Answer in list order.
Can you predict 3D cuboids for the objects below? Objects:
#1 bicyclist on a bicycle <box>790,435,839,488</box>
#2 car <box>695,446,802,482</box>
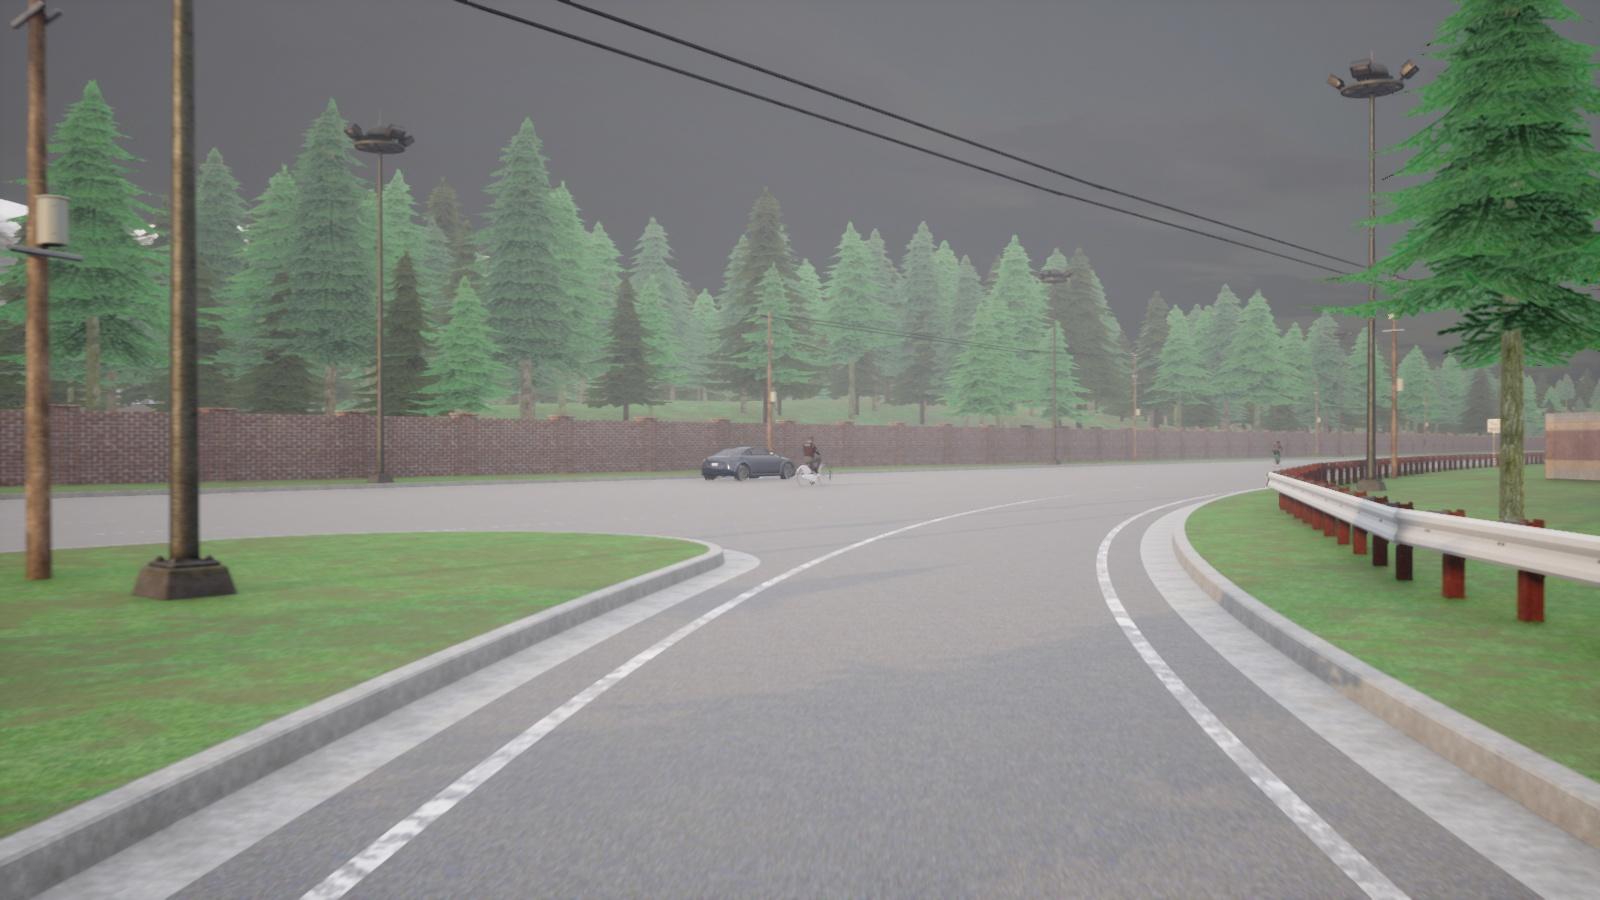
[{"bbox_3d":[0.506,0.378,42.739,0.659,1.776,1.843,0,1,40],"label":"bicyclist on a bicycle"},{"bbox_3d":[-2.035,0.523,50.608,1.994,1.385,4.181,0,0,40],"label":"car"}]
